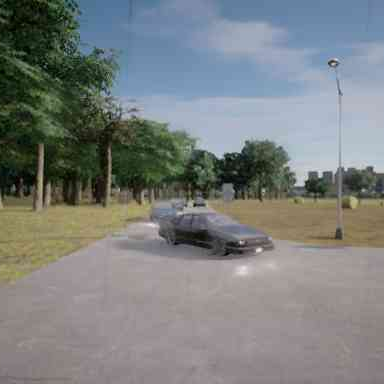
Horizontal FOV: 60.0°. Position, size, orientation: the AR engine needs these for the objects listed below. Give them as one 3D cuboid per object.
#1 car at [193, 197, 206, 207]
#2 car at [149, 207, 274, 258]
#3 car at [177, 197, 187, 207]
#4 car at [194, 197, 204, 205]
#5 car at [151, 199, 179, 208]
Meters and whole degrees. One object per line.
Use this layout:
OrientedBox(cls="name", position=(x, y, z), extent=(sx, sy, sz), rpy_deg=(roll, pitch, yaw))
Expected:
OrientedBox(cls="car", position=(1.218, 1.698, 53.580), extent=(1.994, 1.385, 4.181), rpy_deg=(0, -1, 1))
OrientedBox(cls="car", position=(0.629, 1.538, 13.142), extent=(2.033, 1.411, 5.357), rpy_deg=(0, 0, -37))
OrientedBox(cls="car", position=(-1.990, 1.593, 40.657), extent=(1.812, 1.442, 4.674), rpy_deg=(0, 0, 1))
OrientedBox(cls="car", position=(1.412, 1.751, 67.037), extent=(1.837, 1.490, 4.892), rpy_deg=(0, -1, 1))
OrientedBox(cls="car", position=(-2.256, 1.535, 26.648), extent=(1.812, 1.442, 4.674), rpy_deg=(0, 0, 1))
